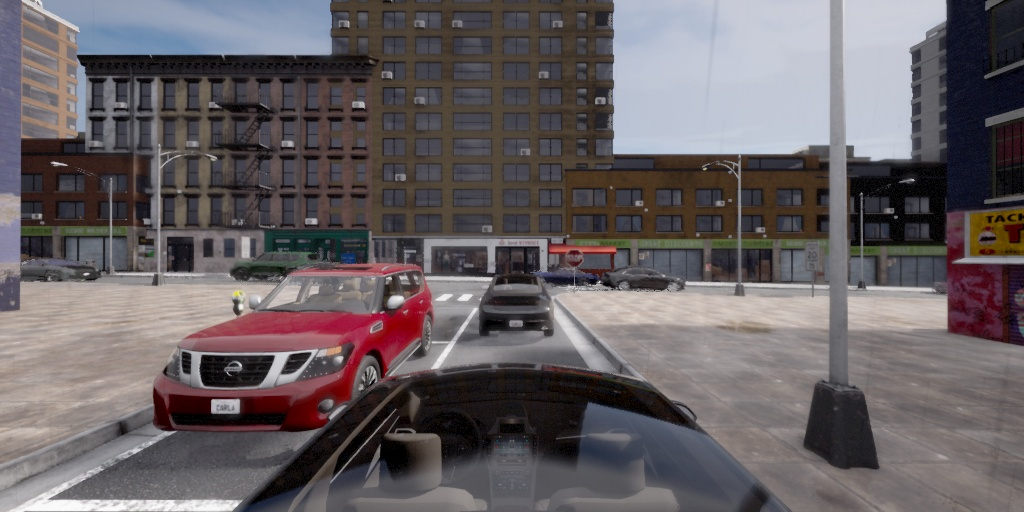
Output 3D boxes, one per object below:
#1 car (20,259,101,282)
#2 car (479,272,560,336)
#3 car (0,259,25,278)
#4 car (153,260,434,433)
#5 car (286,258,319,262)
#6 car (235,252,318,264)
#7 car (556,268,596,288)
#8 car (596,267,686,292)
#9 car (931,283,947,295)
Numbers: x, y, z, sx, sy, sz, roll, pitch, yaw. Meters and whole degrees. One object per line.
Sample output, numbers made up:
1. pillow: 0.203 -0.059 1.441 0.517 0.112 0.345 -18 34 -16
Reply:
1. car: -27.661 0.885 21.613 4.181 1.385 1.994 1 0 0
2. car: 0.140 1.254 10.377 1.837 1.490 4.892 0 0 1
3. car: -36.980 0.820 24.533 4.718 1.301 1.895 1 0 0
4. car: -2.632 1.064 5.811 2.192 1.841 5.009 0 0 0
5. car: -10.466 1.092 21.664 4.892 1.490 1.837 2 0 0
6. car: -16.006 0.734 24.599 5.566 2.045 2.150 1 0 0
7. car: 3.413 1.444 24.649 4.718 1.301 1.895 1 0 0
8. car: 7.908 1.427 21.718 4.892 1.490 1.837 1 0 0
9. car: 32.232 2.165 24.733 4.718 1.301 1.895 2 0 0
